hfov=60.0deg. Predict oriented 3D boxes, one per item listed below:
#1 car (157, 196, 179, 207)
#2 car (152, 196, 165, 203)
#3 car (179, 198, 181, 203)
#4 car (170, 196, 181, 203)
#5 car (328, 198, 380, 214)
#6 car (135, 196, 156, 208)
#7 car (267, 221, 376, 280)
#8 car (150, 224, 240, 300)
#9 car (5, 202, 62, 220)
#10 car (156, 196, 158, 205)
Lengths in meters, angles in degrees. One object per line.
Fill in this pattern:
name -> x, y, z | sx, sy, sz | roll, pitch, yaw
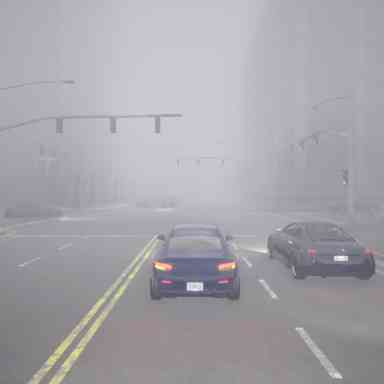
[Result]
car -> -3.489, 1.492, 49.659 | 2.128, 1.511, 4.902 | 0, 0, 0
car -> -6.857, 1.547, 68.633 | 2.033, 1.411, 5.357 | 0, 0, 0
car -> -3.448, 1.478, 59.250 | 1.882, 1.535, 5.008 | 0, 0, 0
car -> -3.351, 1.564, 69.253 | 1.994, 1.385, 4.181 | 0, 0, 0
car -> 16.780, 1.422, 34.500 | 5.008, 1.535, 1.882 | 0, 0, 0
car -> -6.994, 1.547, 48.452 | 2.033, 1.411, 5.357 | 0, 0, 0
car -> 3.593, 1.564, 9.992 | 1.994, 1.385, 4.181 | 0, 0, 0
car -> 0.077, 1.526, 8.256 | 1.812, 1.442, 4.674 | 0, 0, 1
car -> -12.913, 1.517, 27.262 | 4.181, 1.385, 1.994 | 0, 0, -6
car -> -6.957, 1.505, 58.186 | 1.837, 1.490, 4.892 | 0, 0, 0
